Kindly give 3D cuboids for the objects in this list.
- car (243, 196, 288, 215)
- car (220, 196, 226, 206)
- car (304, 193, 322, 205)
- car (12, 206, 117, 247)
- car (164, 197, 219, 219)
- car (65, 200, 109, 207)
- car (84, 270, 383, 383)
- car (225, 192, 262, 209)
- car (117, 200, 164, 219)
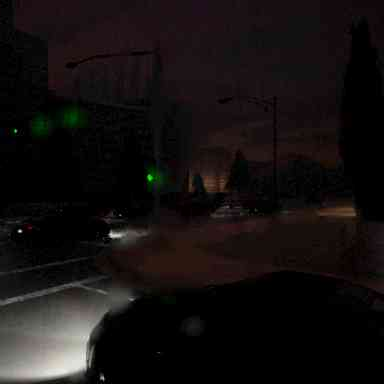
[{"bbox_3d":[7.482,1.491,33.471,2.128,1.511,4.902,0,0,36],"label":"car"},{"bbox_3d":[1.865,1.547,43.938,2.033,1.411,5.357,0,0,36],"label":"car"},{"bbox_3d":[21.546,1.491,58.777,2.128,1.511,4.902,0,0,36],"label":"car"},{"bbox_3d":[-5.819,1.564,15.169,1.994,1.385,4.181,0,0,36],"label":"car"},{"bbox_3d":[0.037,1.505,29.181,1.837,1.490,4.892,0,0,36],"label":"car"},{"bbox_3d":[-9.402,1.478,28.456,1.882,1.535,5.008,0,0,36],"label":"car"},{"bbox_3d":[0.820,1.564,3.416,4.181,1.385,1.994,0,0,35],"label":"car"},{"bbox_3d":[7.028,1.221,45.078,2.150,2.045,5.566,0,0,36],"label":"car"},{"bbox_3d":[-4.599,1.601,29.096,1.895,1.301,4.718,0,0,36],"label":"car"}]
